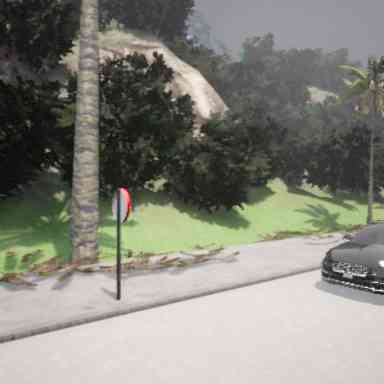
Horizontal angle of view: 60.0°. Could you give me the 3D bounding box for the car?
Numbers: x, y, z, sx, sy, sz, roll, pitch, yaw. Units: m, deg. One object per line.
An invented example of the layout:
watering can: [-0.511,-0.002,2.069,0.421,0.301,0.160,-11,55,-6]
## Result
car: [5.221,1.487,8.332,4.892,1.490,1.837,0,0,-36]
